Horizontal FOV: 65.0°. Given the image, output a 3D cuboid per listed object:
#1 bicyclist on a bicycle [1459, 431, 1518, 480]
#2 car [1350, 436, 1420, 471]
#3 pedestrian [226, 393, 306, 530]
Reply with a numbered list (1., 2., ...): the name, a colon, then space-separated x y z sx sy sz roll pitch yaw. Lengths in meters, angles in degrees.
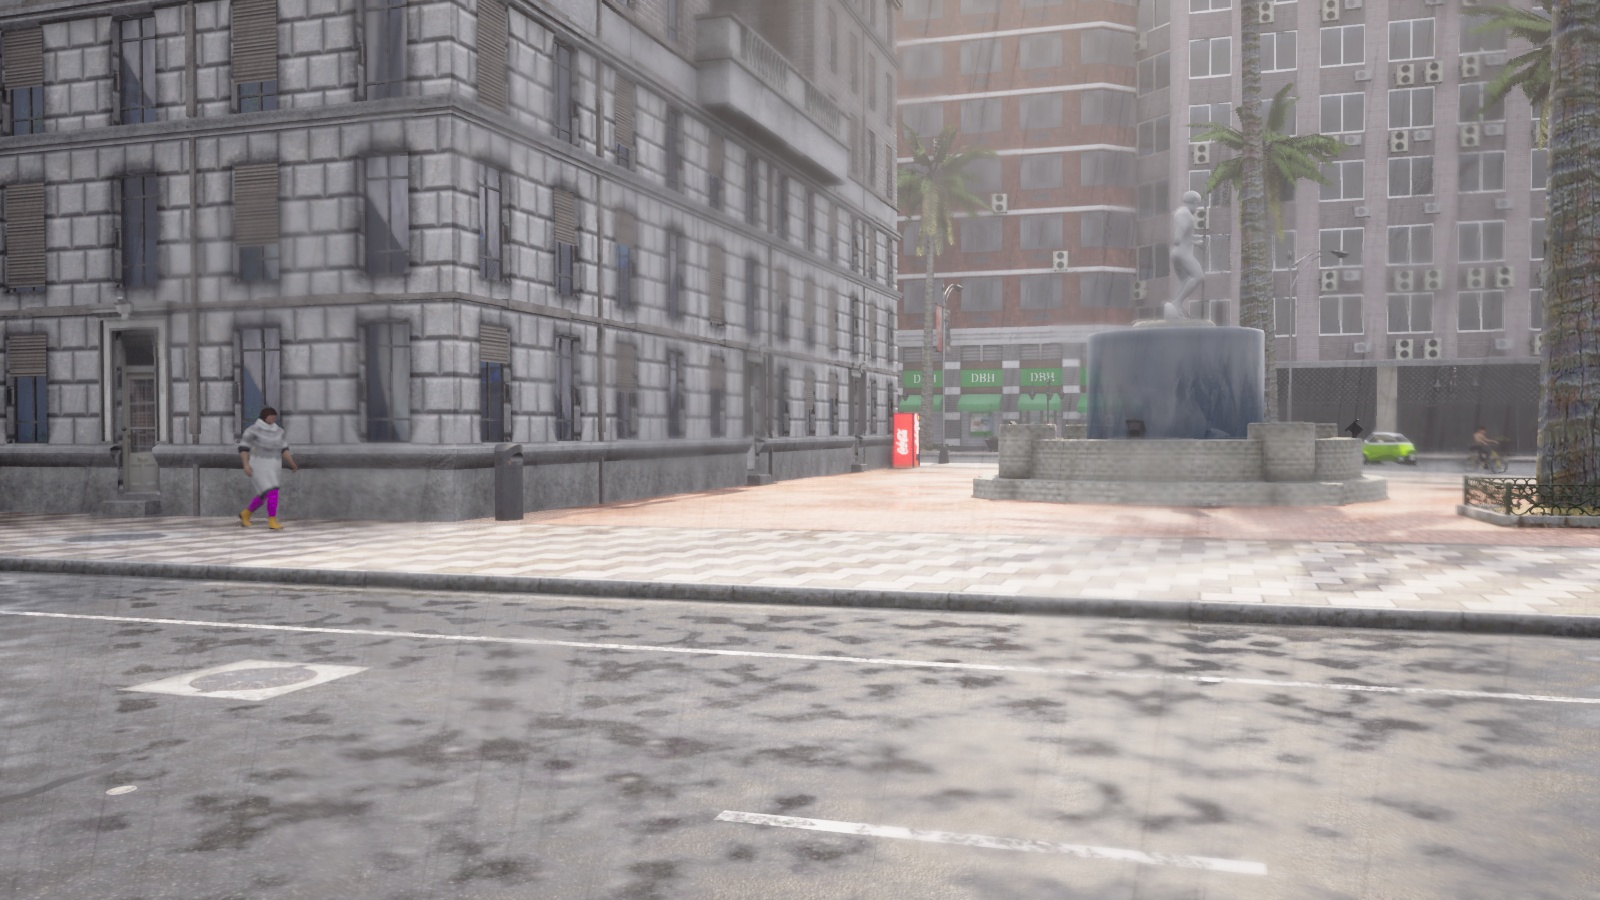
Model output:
1. bicyclist on a bicycle: 23.101 0.175 42.151 0.866 1.612 1.509 -1 1 -30
2. car: 24.358 0.135 52.313 1.481 1.376 2.207 0 1 -40
3. pedestrian: -7.801 0.160 18.359 0.873 1.952 0.659 1 1 24
